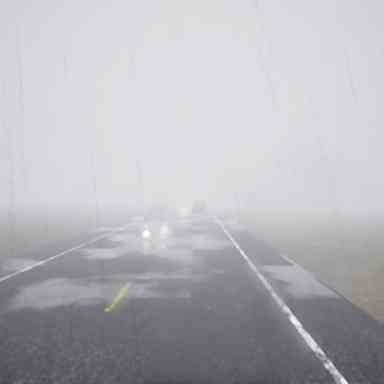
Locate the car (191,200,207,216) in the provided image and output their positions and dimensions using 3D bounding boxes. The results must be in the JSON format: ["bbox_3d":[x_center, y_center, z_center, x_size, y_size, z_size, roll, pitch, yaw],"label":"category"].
[{"bbox_3d":[0.819,1.979,38.311,2.033,1.411,5.357,0,-1,2],"label":"car"}]

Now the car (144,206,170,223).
[{"bbox_3d":[-3.044,1.930,29.441,1.895,1.301,4.718,0,-1,1],"label":"car"}]

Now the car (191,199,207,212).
[{"bbox_3d":[1.031,1.900,48.654,2.097,1.767,4.553,0,-1,1],"label":"car"}]
